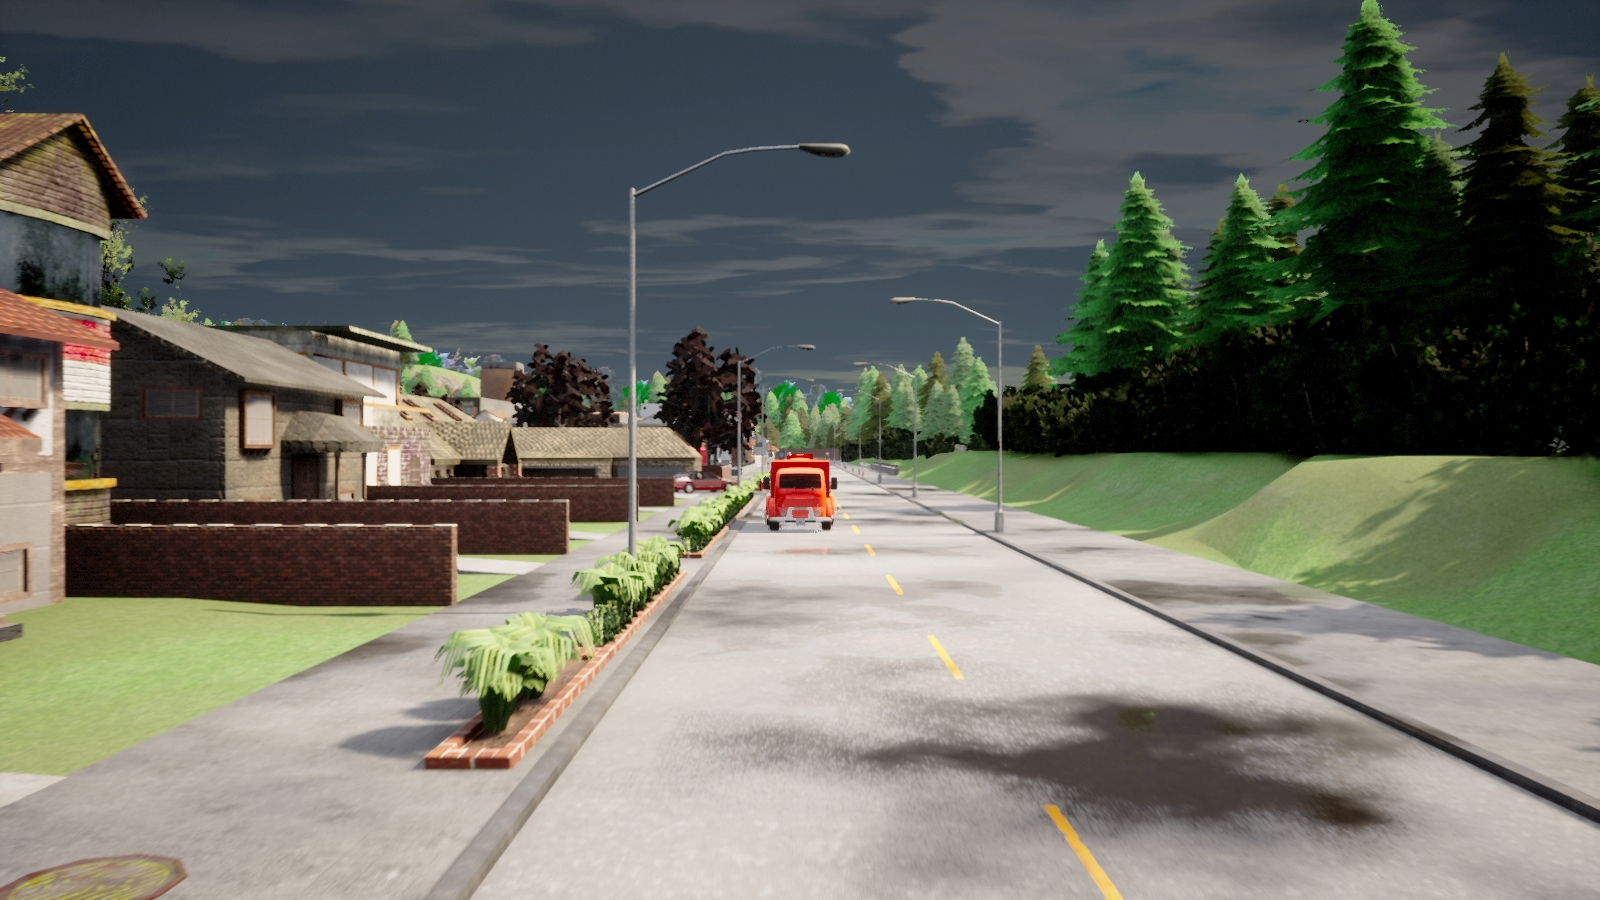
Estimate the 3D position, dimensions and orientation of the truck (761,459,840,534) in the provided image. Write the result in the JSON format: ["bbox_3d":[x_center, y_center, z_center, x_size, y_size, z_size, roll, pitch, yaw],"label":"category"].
[{"bbox_3d":[0.004,1.568,40.744,2.627,2.467,5.204,0,0,0],"label":"truck"}]
